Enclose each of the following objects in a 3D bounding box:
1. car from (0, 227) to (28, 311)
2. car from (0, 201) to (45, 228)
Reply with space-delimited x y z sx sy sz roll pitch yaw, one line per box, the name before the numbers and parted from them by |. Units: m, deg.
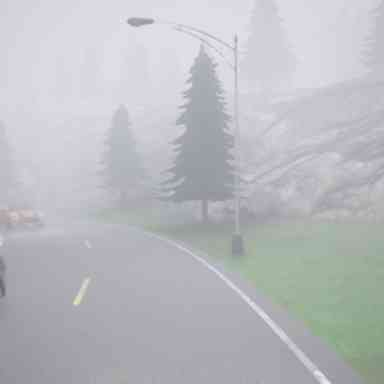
car | -4.131 1.532 4.292 2.128 1.511 4.902 -1 0 -8
car | -11.504 1.481 22.274 2.097 1.767 4.553 0 0 -41
